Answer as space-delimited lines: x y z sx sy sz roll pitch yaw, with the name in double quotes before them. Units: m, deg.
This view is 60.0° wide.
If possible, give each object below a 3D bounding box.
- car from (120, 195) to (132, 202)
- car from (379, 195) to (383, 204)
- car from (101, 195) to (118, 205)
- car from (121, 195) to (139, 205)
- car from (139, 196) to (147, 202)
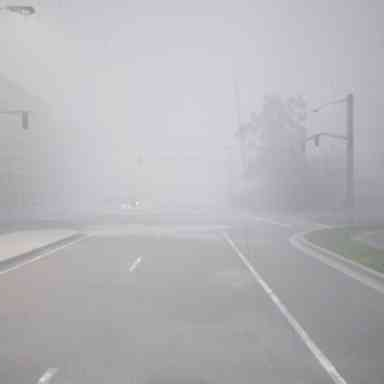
"car" -15.070 1.546 76.607 1.837 1.490 4.892 0 0 0
"car" 26.380 1.195 47.920 1.970 1.475 3.806 0 0 0
"car" -15.080 1.391 60.956 2.097 1.767 4.553 0 0 0
"car" -11.585 1.532 60.975 2.128 1.511 4.902 0 0 0
"car" -11.570 1.640 76.630 1.895 1.301 4.718 0 0 0
